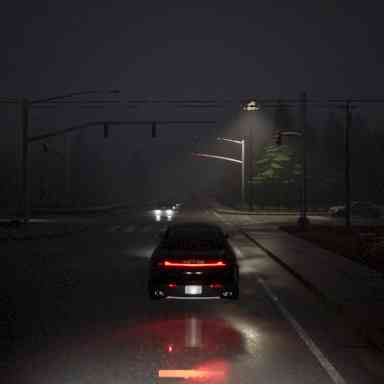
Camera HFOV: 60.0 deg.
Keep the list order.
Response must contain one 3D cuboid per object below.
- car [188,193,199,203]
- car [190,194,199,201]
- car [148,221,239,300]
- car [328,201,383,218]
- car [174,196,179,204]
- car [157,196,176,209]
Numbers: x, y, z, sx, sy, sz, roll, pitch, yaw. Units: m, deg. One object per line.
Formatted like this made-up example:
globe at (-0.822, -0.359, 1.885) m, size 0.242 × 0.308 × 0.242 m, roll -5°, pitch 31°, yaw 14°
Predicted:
car at (0.314, 1.224, 70.429) m, size 2.150 × 2.045 × 5.566 m, roll 0°, pitch 0°, yaw 2°
car at (0.588, 1.355, 80.821) m, size 2.097 × 1.767 × 4.553 m, roll 0°, pitch 0°, yaw 2°
car at (0.050, 1.501, 8.396) m, size 1.837 × 1.490 × 4.892 m, roll 0°, pitch 0°, yaw 1°
car at (14.560, 1.552, 29.518) m, size 4.674 × 1.442 × 1.812 m, roll 0°, pitch 0°, yaw 1°
car at (-3.562, 1.478, 54.082) m, size 1.882 × 1.535 × 5.008 m, roll 0°, pitch 0°, yaw 0°
car at (-3.587, 1.601, 44.800) m, size 1.895 × 1.301 × 4.718 m, roll 0°, pitch 0°, yaw 0°
